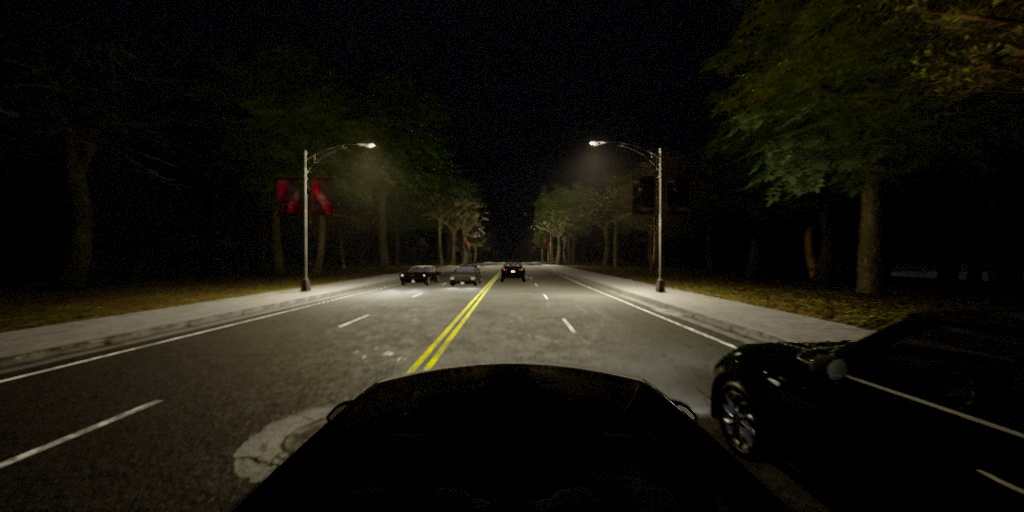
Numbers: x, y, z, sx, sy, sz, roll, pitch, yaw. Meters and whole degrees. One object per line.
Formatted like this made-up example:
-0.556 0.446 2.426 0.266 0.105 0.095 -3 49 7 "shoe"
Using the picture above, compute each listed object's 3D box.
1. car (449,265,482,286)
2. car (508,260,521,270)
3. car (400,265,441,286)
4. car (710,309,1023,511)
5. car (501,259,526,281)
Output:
-3.192 1.364 25.830 2.033 1.411 5.357 0 0 0 "car"
0.360 1.299 53.346 1.837 1.490 4.892 0 0 1 "car"
-6.445 1.351 25.605 1.895 1.301 4.718 0 0 0 "car"
3.249 1.103 2.146 2.097 1.767 4.553 0 0 0 "car"
0.090 1.258 30.495 2.163 1.488 4.792 0 0 0 "car"
